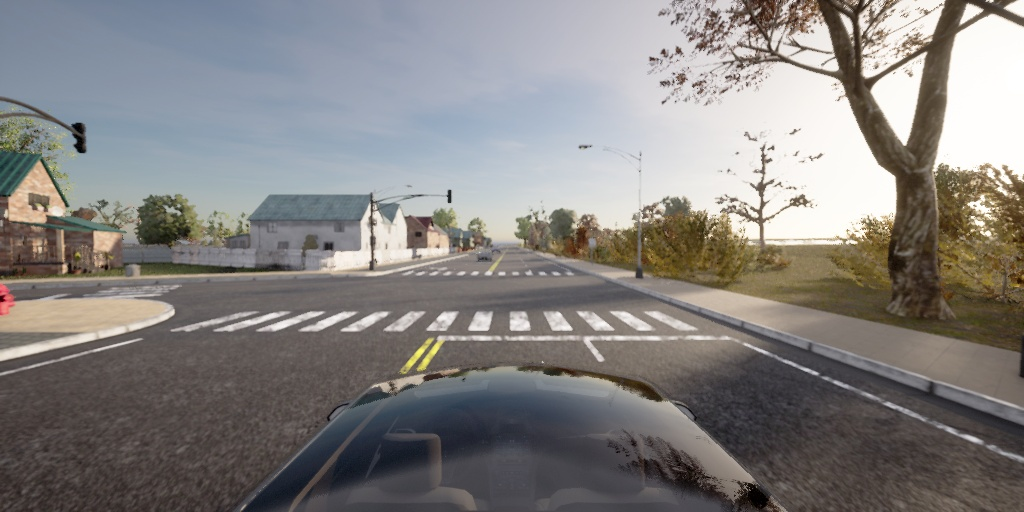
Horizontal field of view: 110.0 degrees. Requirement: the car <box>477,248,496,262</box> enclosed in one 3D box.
[{"bbox_3d":[-3.471,0.059,46.796,1.994,1.385,4.181,0,2,0],"label":"car"}]
